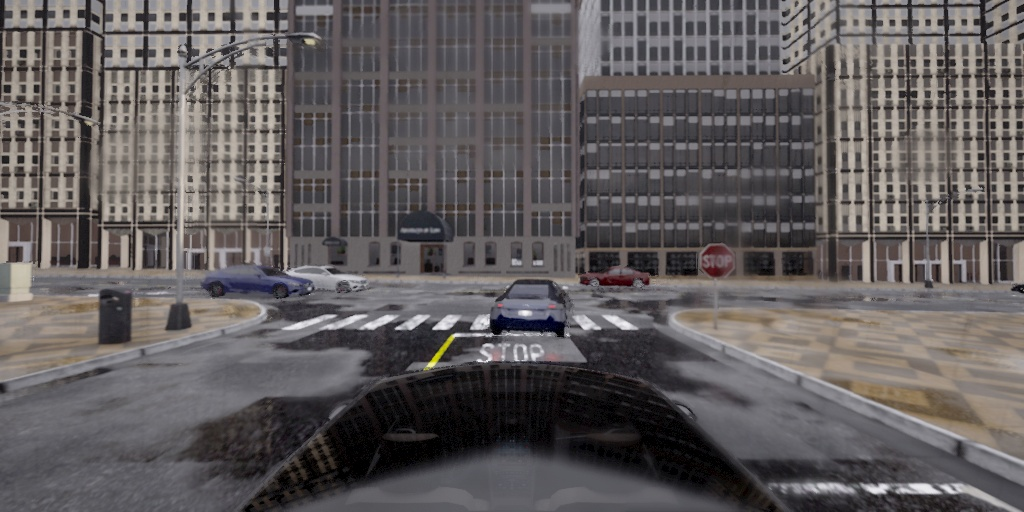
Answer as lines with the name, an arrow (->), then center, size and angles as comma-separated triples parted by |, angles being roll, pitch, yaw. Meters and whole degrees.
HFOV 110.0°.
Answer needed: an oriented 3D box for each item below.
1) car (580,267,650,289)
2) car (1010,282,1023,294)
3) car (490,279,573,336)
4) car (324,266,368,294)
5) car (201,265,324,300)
car -> 7.502, 1.571, 26.307 | 5.008, 1.535, 1.882 | 1, -1, 1
car -> 39.797, 2.162, 25.881 | 5.357, 1.411, 2.033 | 1, -1, 1
car -> 0.707, 1.368, 10.690 | 1.994, 1.385, 4.181 | 0, 0, 11
car -> -10.421, 1.254, 19.814 | 4.674, 1.442, 1.812 | 2, -1, 1
car -> -11.668, 1.166, 16.600 | 4.674, 1.442, 1.812 | 2, -1, 1
